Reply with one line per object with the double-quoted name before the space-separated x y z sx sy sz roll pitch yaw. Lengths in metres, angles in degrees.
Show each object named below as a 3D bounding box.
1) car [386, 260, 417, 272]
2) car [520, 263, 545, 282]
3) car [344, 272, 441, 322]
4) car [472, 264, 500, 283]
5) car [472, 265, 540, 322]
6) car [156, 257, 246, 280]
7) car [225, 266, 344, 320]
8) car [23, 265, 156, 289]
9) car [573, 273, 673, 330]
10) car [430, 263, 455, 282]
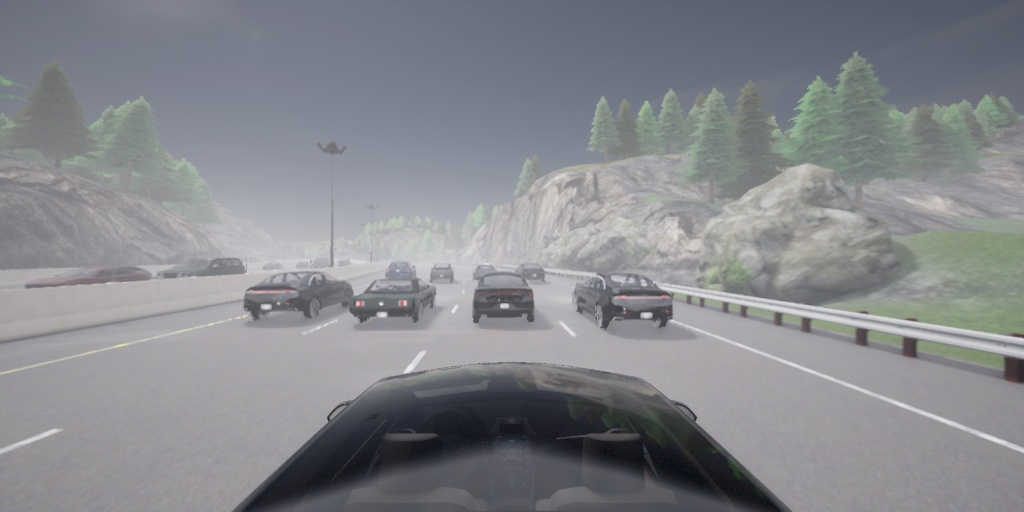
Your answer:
"car" -9.489 1.216 30.919 2.097 1.767 4.553 0 0 -9
"car" 1.352 1.314 29.580 1.882 1.535 5.008 0 0 -8
"car" -3.838 1.393 12.462 1.895 1.301 4.718 0 0 -3
"car" -2.257 1.409 29.973 1.994 1.385 4.181 0 0 -9
"car" -0.360 1.263 12.588 1.882 1.535 5.008 0 0 -3
"car" -18.997 1.079 22.208 2.150 2.045 5.566 0 -1 -7
"car" -7.400 1.293 12.982 2.128 1.511 4.902 0 0 -4
"car" -22.147 1.329 18.916 1.882 1.535 5.008 0 0 -7
"car" 3.222 1.266 11.309 2.128 1.511 4.902 0 0 -3
"car" -5.811 1.345 30.091 2.128 1.511 4.902 0 0 -9
